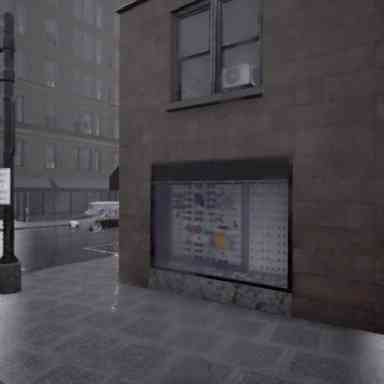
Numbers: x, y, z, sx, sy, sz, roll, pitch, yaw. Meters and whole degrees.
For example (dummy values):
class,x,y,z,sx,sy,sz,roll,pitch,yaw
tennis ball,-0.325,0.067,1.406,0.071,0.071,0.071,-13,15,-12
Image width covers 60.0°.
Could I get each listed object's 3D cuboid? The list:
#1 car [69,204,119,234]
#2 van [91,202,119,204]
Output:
class,x,y,z,sx,sy,sz,roll,pitch,yaw
car,-5.515,1.754,21.403,2.128,1.511,4.902,0,-1,35
van,-6.055,1.635,25.151,1.690,1.788,3.998,-1,-1,35
